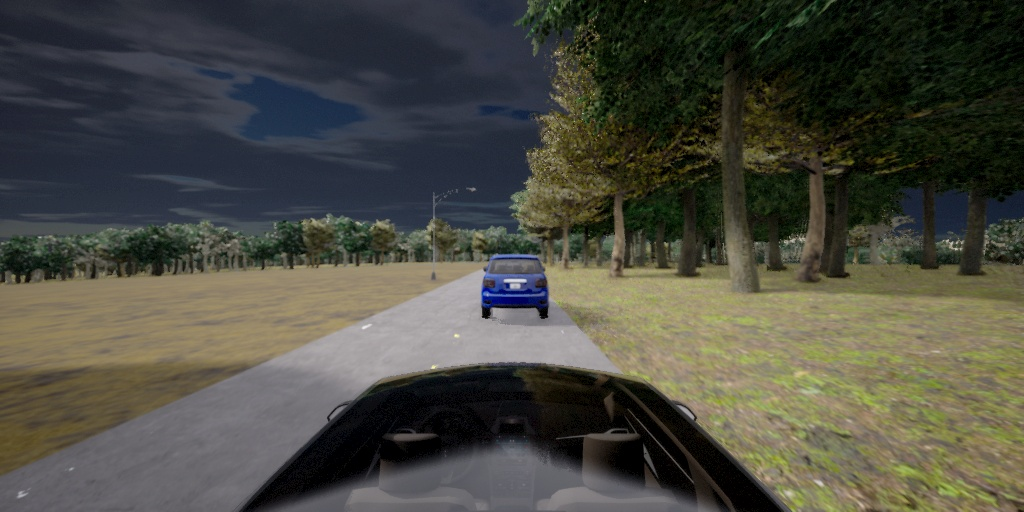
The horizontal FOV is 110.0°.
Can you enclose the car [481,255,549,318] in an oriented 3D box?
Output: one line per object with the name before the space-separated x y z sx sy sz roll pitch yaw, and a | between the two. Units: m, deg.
car | 0.095 0.972 13.190 2.150 2.045 5.566 0 0 0
